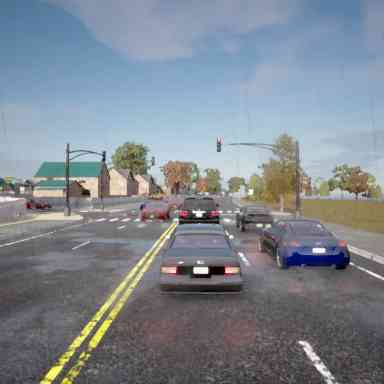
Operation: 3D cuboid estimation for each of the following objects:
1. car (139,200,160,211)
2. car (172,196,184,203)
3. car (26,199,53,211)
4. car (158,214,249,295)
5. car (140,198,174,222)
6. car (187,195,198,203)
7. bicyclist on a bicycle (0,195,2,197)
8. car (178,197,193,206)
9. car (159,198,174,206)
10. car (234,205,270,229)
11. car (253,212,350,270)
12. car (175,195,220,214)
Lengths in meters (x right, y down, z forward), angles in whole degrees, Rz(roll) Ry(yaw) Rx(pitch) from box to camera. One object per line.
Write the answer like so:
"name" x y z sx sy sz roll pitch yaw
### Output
"car" -5.357 1.663 42.495 1.895 1.301 4.718 0 0 3
"car" -3.120 1.692 73.738 2.033 1.411 5.357 0 0 5
"car" -17.681 1.383 36.220 4.718 1.301 1.895 1 -1 18
"car" 0.204 1.553 8.891 2.033 1.411 5.357 0 0 1
"car" -2.799 1.505 26.535 1.882 1.535 5.008 0 0 2
"car" 0.140 1.502 73.719 2.097 1.767 4.553 0 0 5
"bicyclist on a bicycle" -23.949 1.036 41.357 0.582 1.620 1.656 1 -1 16
"car" -1.108 1.589 58.608 2.128 1.511 4.902 0 0 4
"car" -4.377 1.702 58.449 1.895 1.301 4.718 0 0 4
"car" 3.688 1.520 19.994 1.837 1.490 4.892 0 0 3
"car" 3.500 1.570 11.102 1.994 1.385 4.181 0 0 1
"car" 0.421 1.237 19.138 2.150 2.045 5.566 0 0 1
